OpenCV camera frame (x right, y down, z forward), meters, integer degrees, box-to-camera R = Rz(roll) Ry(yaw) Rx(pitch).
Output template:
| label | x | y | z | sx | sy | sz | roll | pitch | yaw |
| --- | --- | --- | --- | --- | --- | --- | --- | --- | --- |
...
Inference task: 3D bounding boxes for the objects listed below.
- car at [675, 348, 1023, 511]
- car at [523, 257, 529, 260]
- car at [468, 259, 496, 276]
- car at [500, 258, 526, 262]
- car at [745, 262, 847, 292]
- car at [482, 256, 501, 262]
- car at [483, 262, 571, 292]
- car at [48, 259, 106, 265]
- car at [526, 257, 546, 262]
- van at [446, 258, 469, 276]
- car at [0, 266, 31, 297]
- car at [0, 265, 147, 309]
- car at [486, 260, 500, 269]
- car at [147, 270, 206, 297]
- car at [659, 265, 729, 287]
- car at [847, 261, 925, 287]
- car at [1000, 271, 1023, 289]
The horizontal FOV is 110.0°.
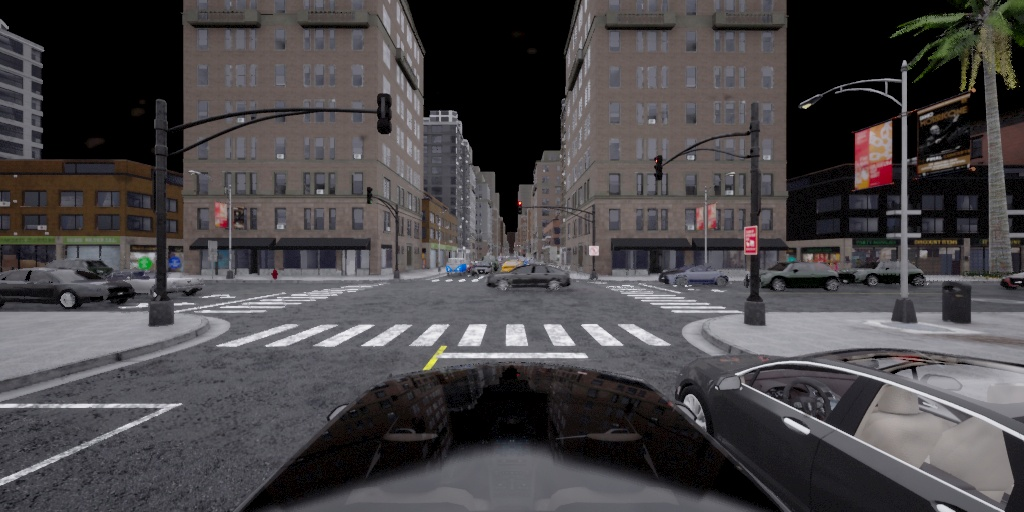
| label | x | y | z | sx | sy | sz | roll | pitch | yaw |
| --- | --- | --- | --- | --- | --- | --- | --- | --- | --- |
| car | 2.668 | 1.300 | 2.334 | 2.007 | 1.370 | 4.403 | 0 | 0 | 0 |
| car | 2.847 | 1.193 | 48.322 | 1.967 | 1.591 | 4.097 | 0 | 0 | 0 |
| car | -2.970 | 1.316 | 36.657 | 1.994 | 1.385 | 4.181 | 0 | 0 | 0 |
| car | 0.055 | 1.229 | 35.153 | 1.882 | 1.535 | 5.008 | 0 | 0 | 0 |
| car | 16.333 | 1.125 | 21.083 | 4.553 | 1.767 | 2.097 | 0 | 0 | 0 |
| car | -2.927 | 0.975 | 45.965 | 2.150 | 2.045 | 5.566 | 0 | 0 | 0 |
| car | 0.984 | 1.258 | 20.999 | 4.892 | 1.490 | 1.837 | 1 | 0 | 0 |
| car | -29.790 | 1.048 | 24.071 | 4.553 | 1.767 | 2.097 | 0 | 0 | 0 |
| car | 2.800 | 1.192 | 36.984 | 1.967 | 1.591 | 4.097 | 0 | 0 | 0 |
| van | -5.725 | 1.093 | 37.017 | 1.690 | 1.789 | 3.998 | 0 | 0 | 0 |
| car | -26.893 | 1.235 | 17.389 | 4.674 | 1.442 | 1.812 | 0 | 0 | 0 |
| car | -17.945 | 1.232 | 14.189 | 4.892 | 1.490 | 1.837 | 0 | 0 | 0 |
| car | -2.883 | 1.354 | 55.938 | 1.895 | 1.301 | 4.718 | 0 | 0 | 0 |
| car | -17.906 | 1.324 | 17.438 | 4.718 | 1.301 | 1.895 | 0 | 0 | 0 |
| car | 12.256 | 1.326 | 24.322 | 4.181 | 1.385 | 1.994 | 0 | 0 | 0 |
| car | 24.918 | 1.135 | 24.380 | 4.553 | 1.767 | 2.097 | 0 | 0 | 0 |
| car | 31.877 | 1.365 | 21.166 | 4.181 | 1.385 | 1.994 | 0 | 0 | 0 |
